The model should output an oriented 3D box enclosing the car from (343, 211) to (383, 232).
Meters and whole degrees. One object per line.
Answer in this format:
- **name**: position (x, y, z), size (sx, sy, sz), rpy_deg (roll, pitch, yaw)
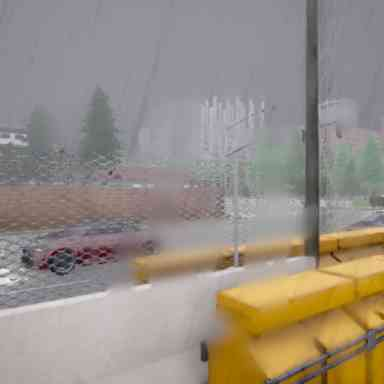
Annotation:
- **car**: position (8.679, 1.522, 14.383), size (5.357, 1.411, 2.033), rpy_deg (0, 0, -35)
